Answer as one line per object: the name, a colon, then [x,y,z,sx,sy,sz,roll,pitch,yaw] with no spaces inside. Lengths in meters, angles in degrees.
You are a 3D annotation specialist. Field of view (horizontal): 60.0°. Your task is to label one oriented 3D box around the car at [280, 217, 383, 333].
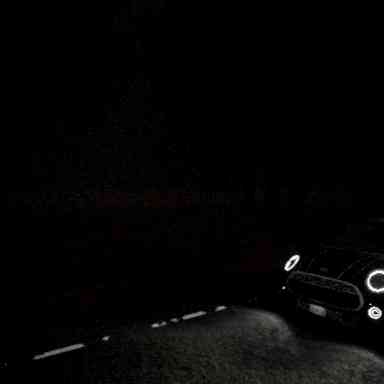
car: [3.884,1.338,6.749,4.553,1.767,2.097,0,0,-35]
